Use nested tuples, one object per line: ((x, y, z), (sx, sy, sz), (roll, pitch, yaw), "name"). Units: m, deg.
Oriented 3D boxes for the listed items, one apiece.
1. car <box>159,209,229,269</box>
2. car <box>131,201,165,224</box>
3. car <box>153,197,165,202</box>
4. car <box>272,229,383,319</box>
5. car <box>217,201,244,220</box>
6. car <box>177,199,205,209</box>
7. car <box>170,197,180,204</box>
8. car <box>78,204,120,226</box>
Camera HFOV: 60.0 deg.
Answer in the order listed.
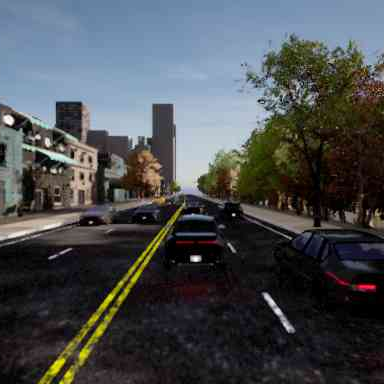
((0.099, 1.536, 11.294), (1.837, 1.490, 4.892), (0, 0, 0), "car")
((-3.352, 1.634, 25.276), (1.994, 1.385, 4.181), (0, 0, 0), "car")
((-6.519, 1.653, 65.684), (1.882, 1.535, 5.008), (0, 0, 0), "car")
((3.348, 1.569, 7.725), (2.033, 1.411, 5.357), (0, 0, 0), "car")
((3.346, 1.585, 29.148), (1.837, 1.490, 4.892), (0, 0, 0), "car")
((0.096, 1.571, 29.025), (2.128, 1.511, 4.902), (0, 0, 0), "car")
((-3.265, 1.685, 66.544), (2.128, 1.511, 4.902), (0, 0, 0), "car")
((-6.604, 1.615, 24.388), (2.033, 1.411, 5.357), (0, 0, 0), "car")
